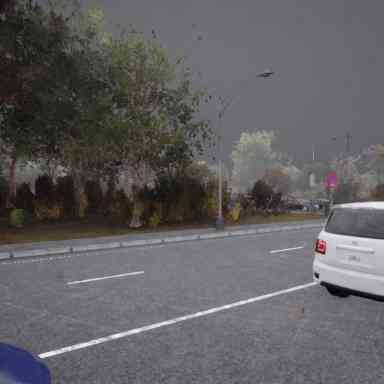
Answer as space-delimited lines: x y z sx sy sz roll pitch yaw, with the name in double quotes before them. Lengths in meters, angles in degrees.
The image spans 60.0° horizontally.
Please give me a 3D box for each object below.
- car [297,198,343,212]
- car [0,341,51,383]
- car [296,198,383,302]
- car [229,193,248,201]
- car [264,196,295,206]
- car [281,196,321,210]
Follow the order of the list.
"car" 15.511 1.491 40.505 2.128 1.511 4.902 0 0 -32
"car" -3.122 1.526 1.515 4.674 1.442 1.812 0 0 -36
"car" 4.997 1.221 7.320 5.566 2.045 2.150 0 0 -35
"car" 7.235 1.213 47.049 2.150 2.045 5.566 0 0 -32
"car" 14.530 1.471 55.507 2.128 1.511 4.902 0 0 -32
"car" 12.482 1.492 38.720 2.128 1.511 4.902 0 0 -33
